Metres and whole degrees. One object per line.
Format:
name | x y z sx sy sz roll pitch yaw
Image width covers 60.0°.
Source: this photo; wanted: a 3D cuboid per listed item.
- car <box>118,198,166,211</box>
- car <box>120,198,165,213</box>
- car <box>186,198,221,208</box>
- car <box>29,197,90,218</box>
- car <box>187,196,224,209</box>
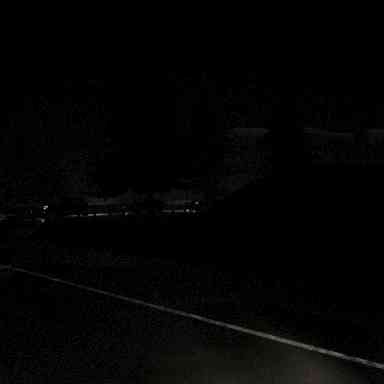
car | -5.935 1.448 39.885 5.357 1.411 2.033 0 0 -42
car | -5.184 1.406 35.789 4.902 1.511 2.128 0 0 -42
car | 1.630 1.514 45.774 4.718 1.301 1.895 0 0 -35
car | -11.389 1.260 29.373 2.097 1.767 4.553 0 0 41
car | 1.742 1.276 41.526 4.553 1.767 2.097 0 0 -35
